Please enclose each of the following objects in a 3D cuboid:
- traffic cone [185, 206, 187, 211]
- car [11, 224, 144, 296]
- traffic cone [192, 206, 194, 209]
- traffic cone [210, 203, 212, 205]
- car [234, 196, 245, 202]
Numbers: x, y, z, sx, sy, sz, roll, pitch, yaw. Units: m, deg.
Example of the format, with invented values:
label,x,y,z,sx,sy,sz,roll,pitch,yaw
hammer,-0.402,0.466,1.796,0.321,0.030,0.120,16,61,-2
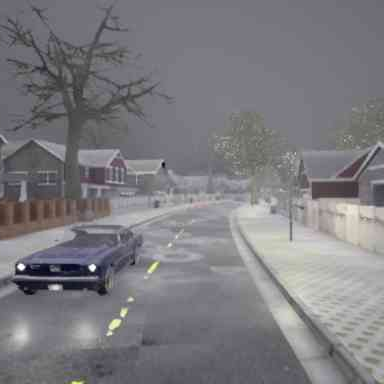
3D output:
label,x,y,z,sx,sy,sz,roll,pitch,yaw
traffic cone,-0.734,1.906,37.994,0.340,0.580,0.340,0,0,9
car,-2.610,1.578,8.766,1.895,1.301,4.718,0,0,2
traffic cone,0.121,1.904,42.973,0.340,0.580,0.340,0,0,10
traffic cone,3.299,1.909,57.789,0.340,0.580,0.340,0,0,14
car,10.999,1.549,76.981,1.994,1.385,4.181,0,0,19
